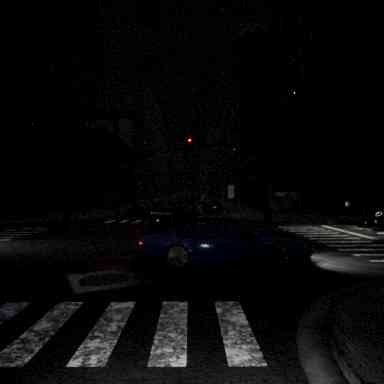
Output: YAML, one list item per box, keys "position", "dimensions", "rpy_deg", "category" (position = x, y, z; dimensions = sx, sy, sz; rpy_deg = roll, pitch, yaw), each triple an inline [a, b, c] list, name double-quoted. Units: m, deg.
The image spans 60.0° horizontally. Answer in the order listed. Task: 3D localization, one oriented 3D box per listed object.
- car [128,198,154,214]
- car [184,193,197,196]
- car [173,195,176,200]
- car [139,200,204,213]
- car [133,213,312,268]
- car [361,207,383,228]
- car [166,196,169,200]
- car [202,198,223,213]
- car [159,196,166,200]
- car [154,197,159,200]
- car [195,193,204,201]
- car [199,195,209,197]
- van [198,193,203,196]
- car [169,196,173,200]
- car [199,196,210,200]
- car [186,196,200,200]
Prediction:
- position: [-5.687, 1.480, 36.101]
  dimensions: [1.967, 1.590, 4.097]
  rpy_deg: [0, 0, 0]
  category: "car"
- position: [-0.247, 1.622, 72.493]
  dimensions: [1.837, 1.490, 4.892]
  rpy_deg: [0, 0, 0]
  category: "car"
- position: [-5.630, 1.694, 80.186]
  dimensions: [2.008, 1.369, 4.403]
  rpy_deg: [0, 0, 0]
  category: "car"
- position: [-1.189, 1.509, 22.289]
  dimensions: [2.128, 1.511, 4.902]
  rpy_deg: [0, 0, 21]
  category: "car"
- position: [0.898, 1.530, 10.611]
  dimensions: [5.357, 1.411, 2.033]
  rpy_deg: [0, 0, 0]
  category: "car"
- position: [13.001, 1.304, 20.607]
  dimensions: [4.553, 1.767, 2.097]
  rpy_deg: [0, 0, 0]
  category: "car"
- position: [-5.658, 1.634, 58.143]
  dimensions: [2.008, 1.369, 4.403]
  rpy_deg: [0, 0, 0]
  category: "car"
- position: [2.338, 1.606, 36.090]
  dimensions: [1.947, 1.339, 4.313]
  rpy_deg: [0, 0, 0]
  category: "car"
- position: [-5.665, 1.653, 52.633]
  dimensions: [1.802, 1.307, 4.206]
  rpy_deg: [0, 0, 0]
  category: "car"
- position: [-5.679, 1.490, 41.612]
  dimensions: [1.967, 1.590, 4.097]
  rpy_deg: [0, 0, 0]
  category: "car"
- position: [2.040, 1.401, 90.089]
  dimensions: [2.150, 2.045, 5.566]
  rpy_deg: [0, 0, 0]
  category: "car"
- position: [2.359, 1.637, 52.623]
  dimensions: [1.947, 1.339, 4.313]
  rpy_deg: [0, 0, 0]
  category: "car"
- position: [2.366, 1.424, 58.134]
  dimensions: [1.690, 1.788, 3.998]
  rpy_deg: [0, 0, 0]
  category: "van"
- position: [-5.645, 1.552, 69.165]
  dimensions: [1.967, 1.590, 4.097]
  rpy_deg: [0, 0, 0]
  category: "car"
- position: [2.352, 1.641, 47.112]
  dimensions: [1.802, 1.307, 4.206]
  rpy_deg: [0, 0, 0]
  category: "car"
- position: [-0.177, 1.661, 47.483]
  dimensions: [1.895, 1.301, 4.718]
  rpy_deg: [0, 0, 0]
  category: "car"
